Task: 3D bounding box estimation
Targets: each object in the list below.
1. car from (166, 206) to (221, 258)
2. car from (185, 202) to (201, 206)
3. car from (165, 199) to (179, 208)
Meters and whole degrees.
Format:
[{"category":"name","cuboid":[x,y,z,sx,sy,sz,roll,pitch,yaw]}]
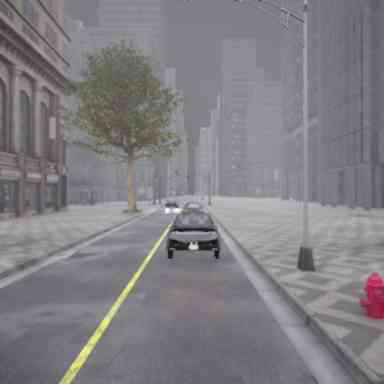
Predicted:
[{"category":"car","cuboid":[0.066,1.536,12.937,2.128,1.511,4.902,0,0,0]},{"category":"car","cuboid":[0.066,1.628,28.929,1.812,1.442,4.674,0,0,0]},{"category":"car","cuboid":[-3.075,1.812,51.588,1.895,1.301,4.718,0,0,0]}]
